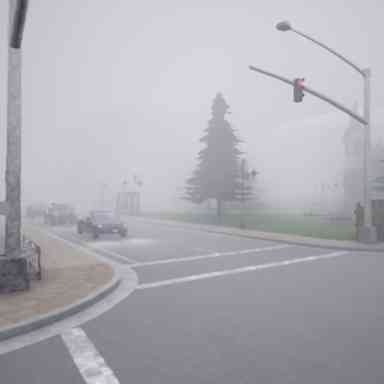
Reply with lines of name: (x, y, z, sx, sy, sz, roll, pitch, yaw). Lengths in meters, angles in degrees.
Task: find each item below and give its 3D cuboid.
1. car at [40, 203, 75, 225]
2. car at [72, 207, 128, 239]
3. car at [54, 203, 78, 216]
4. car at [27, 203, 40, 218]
car: (-10.900, 1.758, 27.769, 2.097, 1.767, 4.553, 1, -1, -34)
car: (-5.370, 1.817, 19.574, 1.812, 1.442, 4.674, 1, -1, -34)
car: (-15.923, 2.116, 41.839, 1.837, 1.490, 4.892, 1, -1, -34)
car: (-17.193, 2.017, 37.196, 1.882, 1.535, 5.008, 1, -1, -33)
